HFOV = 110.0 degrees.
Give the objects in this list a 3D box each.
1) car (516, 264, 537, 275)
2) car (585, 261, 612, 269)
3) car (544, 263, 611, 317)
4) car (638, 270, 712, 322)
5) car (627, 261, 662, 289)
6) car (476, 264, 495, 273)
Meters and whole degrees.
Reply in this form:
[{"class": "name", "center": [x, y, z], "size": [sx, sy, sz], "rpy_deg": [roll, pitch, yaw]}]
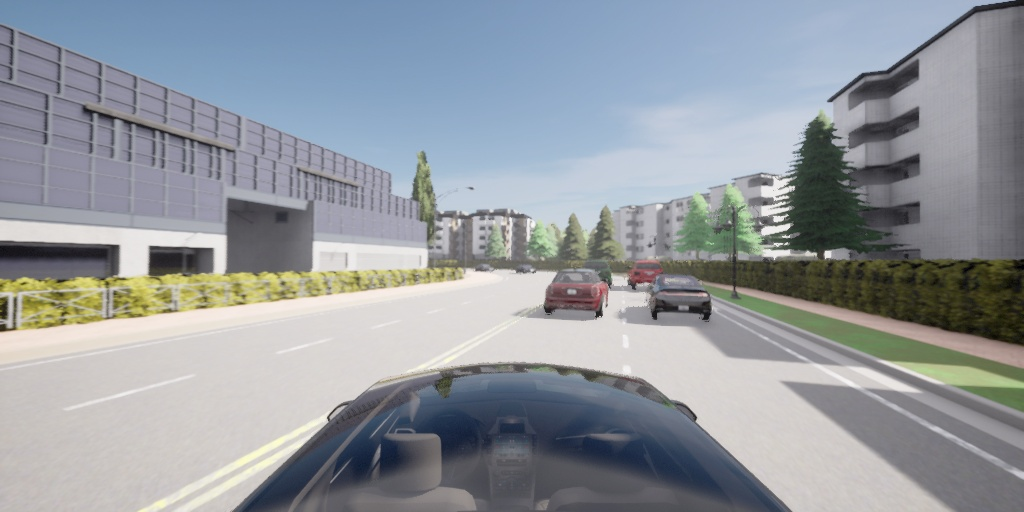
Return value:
[{"class": "car", "center": [2.095, 1.966, 53.761], "size": [2.128, 1.511, 4.902], "rpy_deg": [1, -1, -20]}, {"class": "car", "center": [6.573, 1.377, 27.918], "size": [2.150, 2.045, 5.566], "rpy_deg": [0, -1, 14]}, {"class": "car", "center": [2.710, 1.294, 14.438], "size": [2.097, 1.767, 4.553], "rpy_deg": [0, -1, 17]}, {"class": "car", "center": [6.085, 1.446, 13.509], "size": [2.128, 1.511, 4.902], "rpy_deg": [0, -1, 17]}, {"class": "car", "center": [9.901, 1.386, 26.835], "size": [2.150, 2.045, 5.566], "rpy_deg": [0, -1, 14]}, {"class": "car", "center": [-4.519, 2.034, 59.862], "size": [1.812, 1.442, 4.674], "rpy_deg": [1, -1, -31]}]
